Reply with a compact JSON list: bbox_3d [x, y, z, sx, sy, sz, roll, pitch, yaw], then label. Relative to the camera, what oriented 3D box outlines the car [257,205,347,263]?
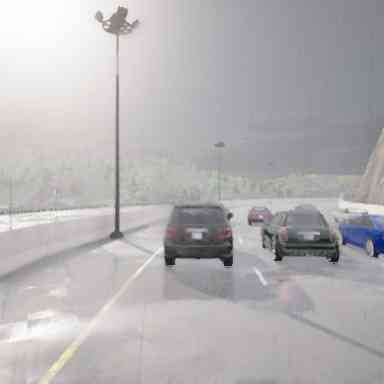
[{"bbox_3d":[3.910,1.487,12.757,2.097,1.767,4.553,0,-1,5],"label":"car"}]

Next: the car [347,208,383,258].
[{"bbox_3d":[7.476,1.620,13.360,1.882,1.535,5.008,0,0,5],"label":"car"}]

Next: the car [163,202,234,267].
[{"bbox_3d":[0.332,1.354,12.119,2.150,2.045,5.566,0,0,4],"label":"car"}]

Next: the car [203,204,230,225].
[{"bbox_3d":[2.117,1.821,27.888,1.812,1.442,4.674,0,0,10],"label":"car"}]

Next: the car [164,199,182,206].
[{"bbox_3d":[-3.991,2.233,71.615,1.882,1.535,5.008,0,-1,21],"label":"car"}]

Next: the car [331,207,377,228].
[{"bbox_3d":[12.397,1.874,25.767,1.895,1.301,4.718,0,-1,9],"label":"car"}]

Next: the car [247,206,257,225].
[{"bbox_3d":[5.496,1.850,26.907,1.994,1.385,4.181,0,-1,10],"label":"car"}]

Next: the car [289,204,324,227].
[{"bbox_3d":[8.978,1.788,26.504,1.837,1.490,4.892,0,0,10],"label":"car"}]
